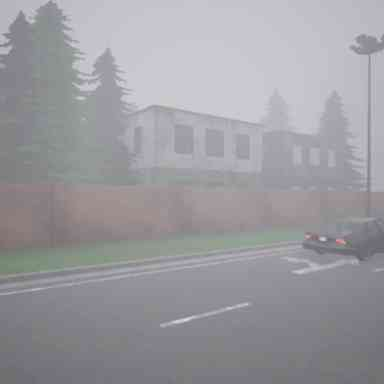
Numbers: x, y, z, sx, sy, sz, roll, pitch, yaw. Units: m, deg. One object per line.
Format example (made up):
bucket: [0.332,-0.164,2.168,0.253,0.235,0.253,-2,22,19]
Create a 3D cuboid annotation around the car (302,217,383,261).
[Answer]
car: [6.520,1.685,12.809,5.357,1.411,2.033,1,0,-35]
